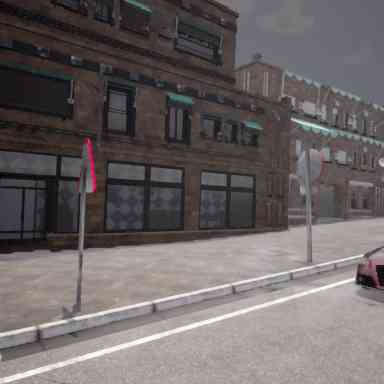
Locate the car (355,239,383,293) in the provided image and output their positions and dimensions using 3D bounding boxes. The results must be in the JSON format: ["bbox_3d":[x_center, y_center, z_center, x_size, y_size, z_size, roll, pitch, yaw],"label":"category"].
[{"bbox_3d":[5.638,1.540,7.694,4.181,1.385,1.994,0,0,-35],"label":"car"}]
